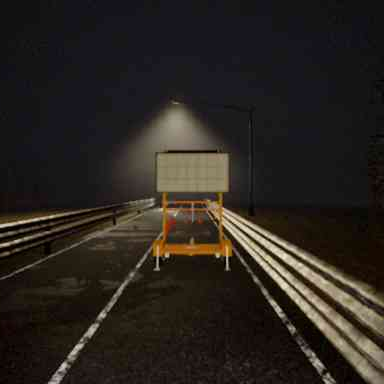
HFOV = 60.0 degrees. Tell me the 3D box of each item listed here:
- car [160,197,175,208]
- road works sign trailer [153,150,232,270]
[{"bbox_3d":[-3.302,1.388,45.657,2.128,1.511,4.902,0,0,0],"label":"car"},{"bbox_3d":[0.020,0.440,10.865,2.380,3.560,2.880,0,0,0],"label":"road works sign trailer"}]
